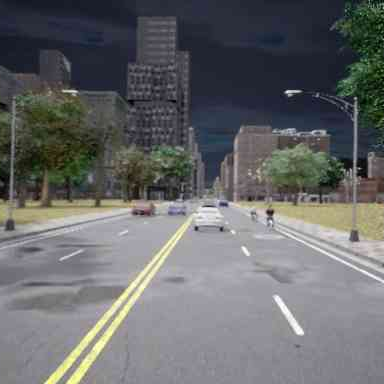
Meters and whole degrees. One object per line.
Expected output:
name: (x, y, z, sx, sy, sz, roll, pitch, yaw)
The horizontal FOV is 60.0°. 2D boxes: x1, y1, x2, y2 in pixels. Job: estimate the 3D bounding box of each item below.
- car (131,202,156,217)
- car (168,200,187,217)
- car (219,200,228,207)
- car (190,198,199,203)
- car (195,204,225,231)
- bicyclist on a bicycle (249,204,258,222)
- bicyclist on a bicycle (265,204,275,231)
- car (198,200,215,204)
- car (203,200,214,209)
car: (-4.948, 1.762, 34.682, 1.882, 1.535, 5.008, 1, -1, 3)
car: (-1.580, 1.902, 36.954, 1.812, 1.442, 4.674, 1, -1, 3)
car: (6.787, 2.444, 71.712, 1.882, 1.535, 5.008, 1, -1, 3)
car: (0.657, 2.047, 79.025, 2.097, 1.767, 4.553, 1, -1, 3)
car: (1.160, 1.792, 22.897, 1.812, 1.442, 4.674, 1, -1, 3)
bicyclist on a bicycle: (5.581, 1.873, 30.220, 0.866, 1.612, 1.509, 1, -1, 3)
bicyclist on a bicycle: (5.179, 1.708, 22.264, 0.659, 1.776, 1.843, 1, 0, 3)
car: (2.078, 2.000, 41.003, 1.837, 1.490, 4.892, 1, -1, 3)
car: (3.033, 2.219, 59.856, 1.882, 1.535, 5.008, 1, -1, 3)
